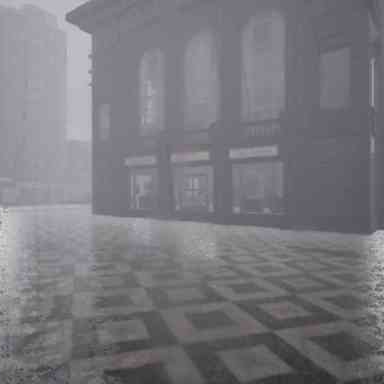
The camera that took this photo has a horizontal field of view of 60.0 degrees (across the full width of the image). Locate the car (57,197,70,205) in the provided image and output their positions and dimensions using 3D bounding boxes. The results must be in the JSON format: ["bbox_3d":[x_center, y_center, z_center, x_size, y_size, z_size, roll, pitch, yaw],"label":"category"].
[{"bbox_3d":[-18.359,1.354,51.271,1.895,1.301,4.718,0,0,35],"label":"car"}]

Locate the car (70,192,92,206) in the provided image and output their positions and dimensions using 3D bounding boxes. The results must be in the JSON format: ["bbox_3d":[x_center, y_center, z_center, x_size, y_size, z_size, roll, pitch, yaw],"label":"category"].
[{"bbox_3d":[-14.981,0.960,50.427,2.150,2.045,5.566,0,0,35],"label":"car"}]
